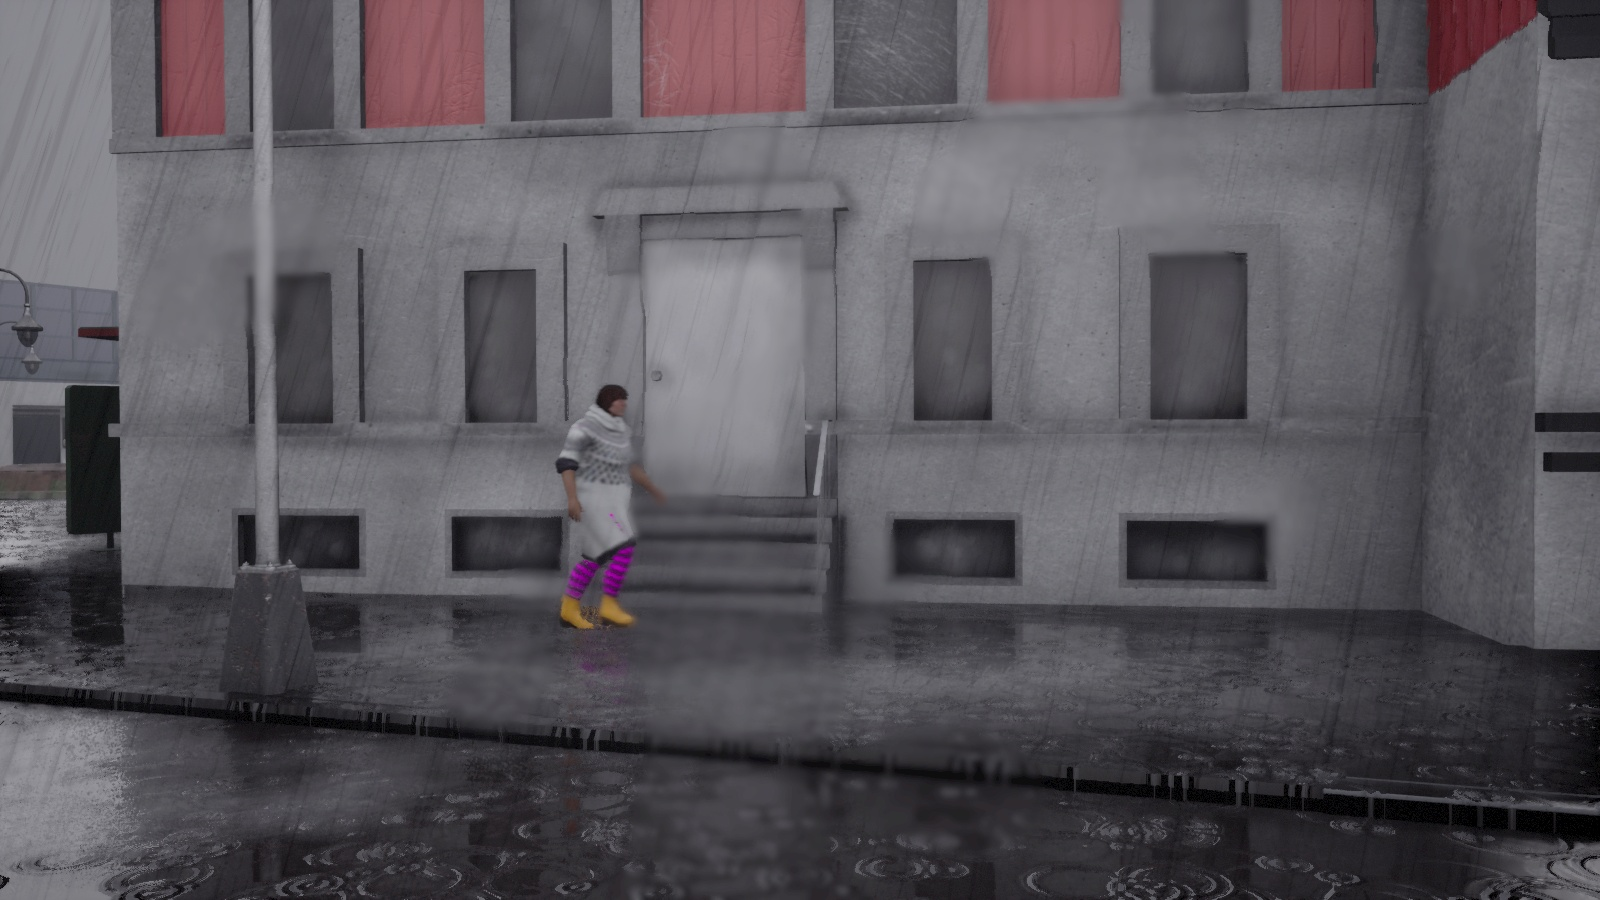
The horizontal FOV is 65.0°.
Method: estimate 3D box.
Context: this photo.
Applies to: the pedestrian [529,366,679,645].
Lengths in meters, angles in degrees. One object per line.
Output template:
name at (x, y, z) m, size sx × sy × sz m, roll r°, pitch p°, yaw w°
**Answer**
pedestrian at (-1.432, 0.383, 9.241) m, size 0.873 × 1.952 × 0.659 m, roll 1°, pitch 1°, yaw 22°
